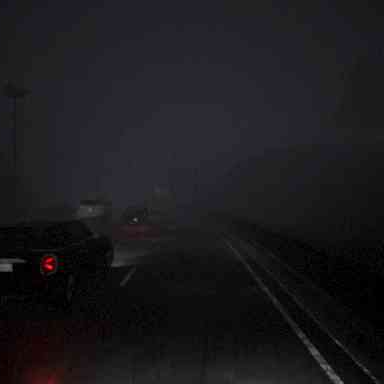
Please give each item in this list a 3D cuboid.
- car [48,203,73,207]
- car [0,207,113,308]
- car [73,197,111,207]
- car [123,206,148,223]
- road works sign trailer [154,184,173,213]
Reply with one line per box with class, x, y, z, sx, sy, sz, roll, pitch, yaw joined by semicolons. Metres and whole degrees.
car;-12.078;1.736;30.546;1.882;1.535;5.008;0;0;-9
car;-3.432;1.422;8.227;2.097;1.767;4.553;0;-1;0
car;-8.169;1.460;28.190;2.150;2.045;5.566;0;0;-7
car;-4.568;1.833;27.539;1.895;1.301;4.718;0;0;-7
road works sign trailer;-3.793;0.827;43.076;2.380;3.560;2.880;0;0;-16
